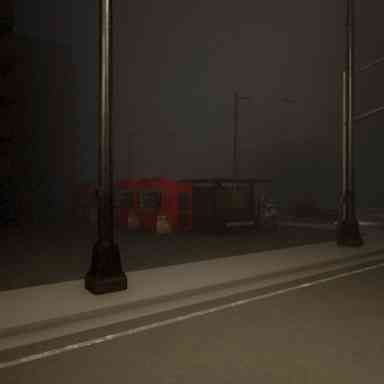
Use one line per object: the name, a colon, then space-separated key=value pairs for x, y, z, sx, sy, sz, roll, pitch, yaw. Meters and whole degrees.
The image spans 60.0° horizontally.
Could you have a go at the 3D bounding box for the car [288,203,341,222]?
car: x=10.238 y=1.636 z=27.836 sx=1.812 sy=1.442 sz=4.674 roll=0 pitch=-1 yaw=-36
